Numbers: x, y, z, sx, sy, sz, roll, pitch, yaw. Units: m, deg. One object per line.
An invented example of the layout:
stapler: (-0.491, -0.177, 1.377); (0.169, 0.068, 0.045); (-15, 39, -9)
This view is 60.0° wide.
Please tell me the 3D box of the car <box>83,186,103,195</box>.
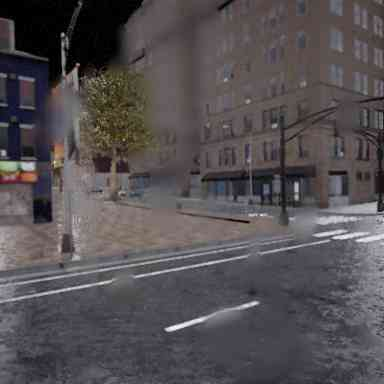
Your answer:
car: (-16.548, -0.311, 55.513); (1.895, 1.301, 4.718); (-2, 4, -36)

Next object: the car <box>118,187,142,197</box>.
car: (-9.373, 0.012, 50.249); (2.033, 1.411, 5.357); (-2, 4, -35)
